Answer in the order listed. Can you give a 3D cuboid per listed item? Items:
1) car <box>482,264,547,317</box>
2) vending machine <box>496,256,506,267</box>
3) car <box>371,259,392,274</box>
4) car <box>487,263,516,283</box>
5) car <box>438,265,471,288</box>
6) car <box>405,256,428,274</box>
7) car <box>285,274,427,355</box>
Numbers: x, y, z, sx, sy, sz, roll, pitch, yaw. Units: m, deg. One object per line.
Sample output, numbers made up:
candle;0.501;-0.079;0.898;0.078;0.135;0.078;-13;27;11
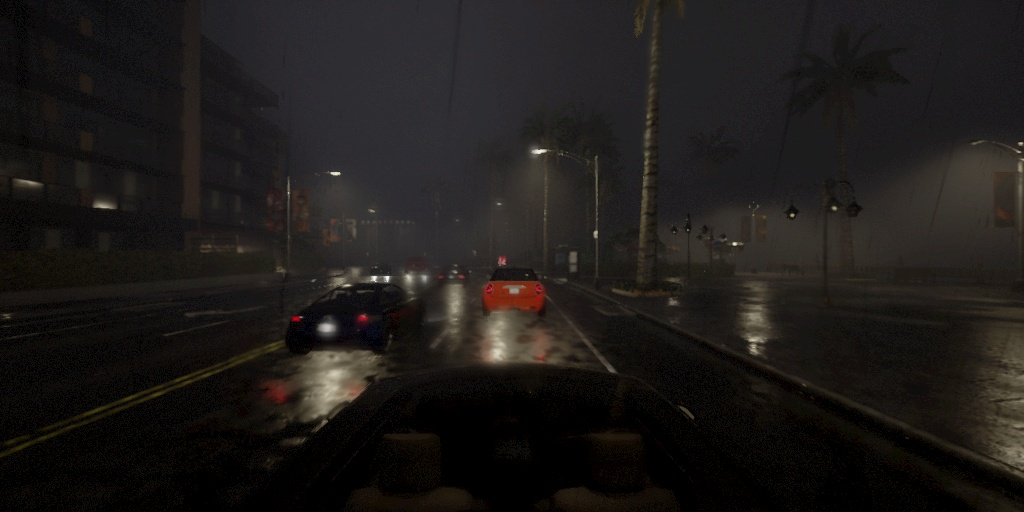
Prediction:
car;0.083;1.109;13.354;2.097;1.767;4.553;0;0;0
vending machine;-1.464;0.975;56.139;1.100;2.100;0.880;0;0;-27
car;-13.589;1.333;37.501;1.994;1.385;4.181;0;0;-17
car;-0.923;1.329;29.486;1.994;1.385;4.181;0;0;-7
car;-3.806;1.310;24.076;2.033;1.411;5.357;0;0;-4
car;-10.937;0.992;40.886;2.150;2.045;5.566;0;0;-19
car;-3.436;1.318;8.712;1.994;1.385;4.181;0;0;0
